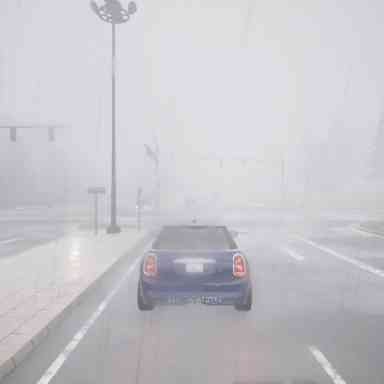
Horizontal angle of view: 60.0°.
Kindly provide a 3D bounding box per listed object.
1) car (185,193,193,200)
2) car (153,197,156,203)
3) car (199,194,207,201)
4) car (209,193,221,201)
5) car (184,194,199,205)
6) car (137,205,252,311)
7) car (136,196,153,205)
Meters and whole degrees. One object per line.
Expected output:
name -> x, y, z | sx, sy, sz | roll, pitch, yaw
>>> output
car -> -0.924, 1.189, 95.614 | 2.150, 2.045, 5.566 | 0, 0, -1
car -> -8.460, 1.506, 67.978 | 1.837, 1.490, 4.892 | 0, 0, -1
car -> 2.752, 1.513, 85.320 | 1.812, 1.442, 4.674 | 0, 0, -1
car -> 6.257, 1.215, 85.053 | 2.150, 2.045, 5.566 | 0, 0, -1
car -> -0.225, 1.526, 54.755 | 1.812, 1.442, 4.674 | 0, 0, -1
car -> 0.061, 1.352, 7.935 | 2.097, 1.767, 4.553 | 0, 0, 0
car -> -8.349, 1.505, 57.088 | 1.837, 1.490, 4.892 | 0, 0, -1
